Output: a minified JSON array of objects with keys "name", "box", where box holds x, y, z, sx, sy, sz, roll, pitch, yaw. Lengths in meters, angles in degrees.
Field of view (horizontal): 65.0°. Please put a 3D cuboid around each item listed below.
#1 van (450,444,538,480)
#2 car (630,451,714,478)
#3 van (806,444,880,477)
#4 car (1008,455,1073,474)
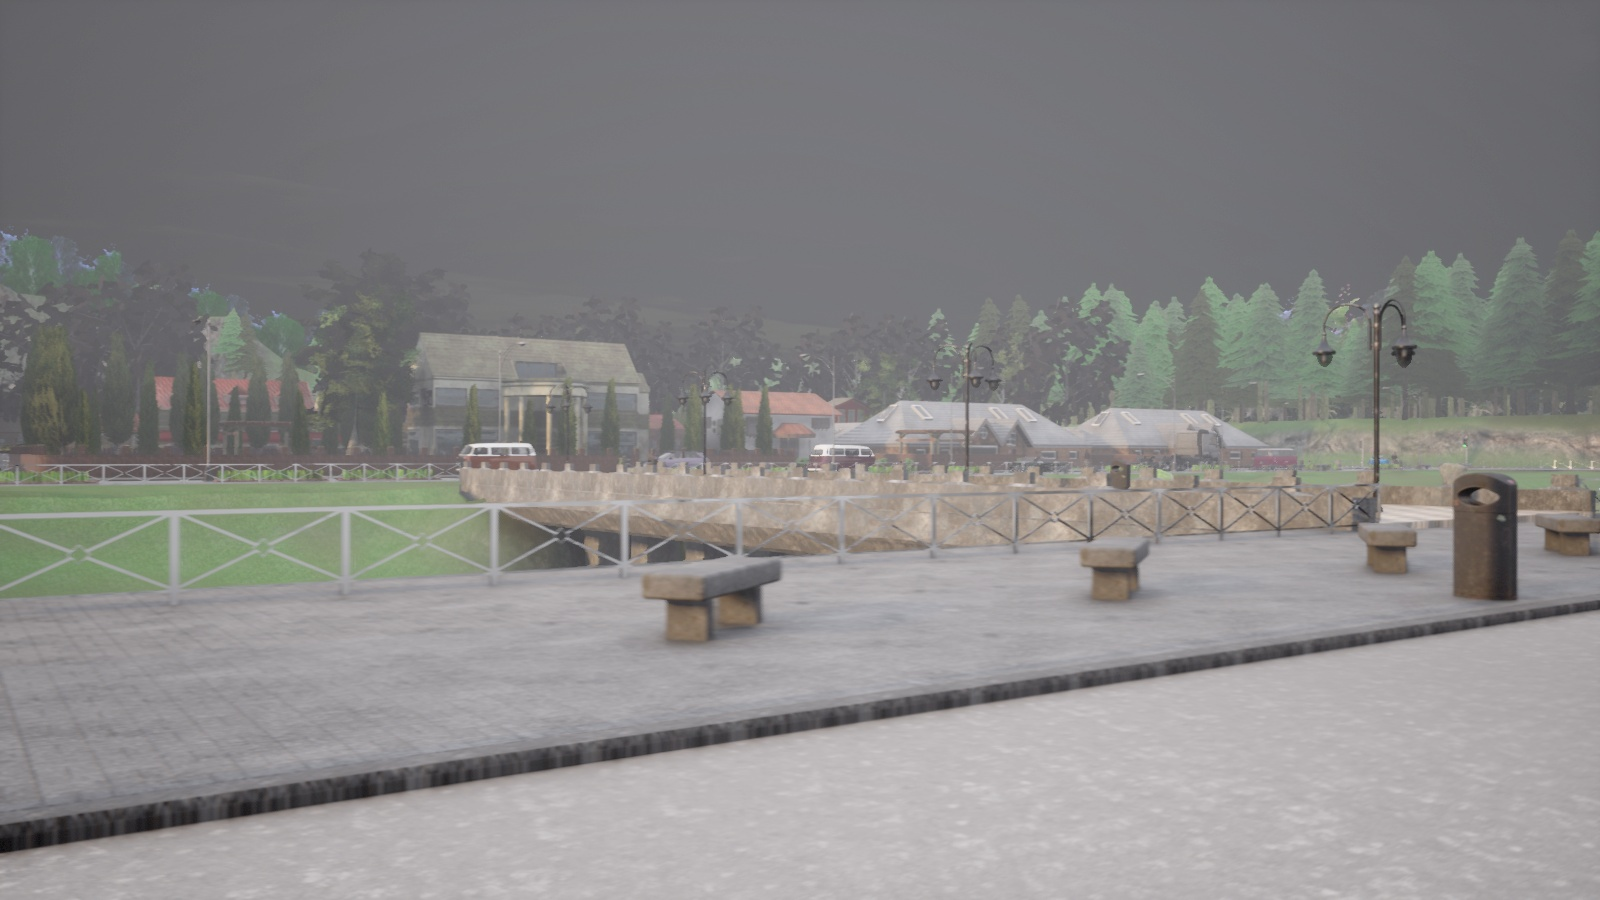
[{"name":"van","box":[-17.541,0.682,72.088,4.480,2.038,2.069,0,0,-35]},{"name":"car","box":[-8.016,0.885,78.714,4.856,1.649,2.033,0,0,-35]},{"name":"van","box":[2.800,0.662,81.367,4.480,2.038,2.069,0,0,-35]},{"name":"car","box":[17.535,1.033,91.617,4.718,1.301,1.895,0,0,-35]}]
